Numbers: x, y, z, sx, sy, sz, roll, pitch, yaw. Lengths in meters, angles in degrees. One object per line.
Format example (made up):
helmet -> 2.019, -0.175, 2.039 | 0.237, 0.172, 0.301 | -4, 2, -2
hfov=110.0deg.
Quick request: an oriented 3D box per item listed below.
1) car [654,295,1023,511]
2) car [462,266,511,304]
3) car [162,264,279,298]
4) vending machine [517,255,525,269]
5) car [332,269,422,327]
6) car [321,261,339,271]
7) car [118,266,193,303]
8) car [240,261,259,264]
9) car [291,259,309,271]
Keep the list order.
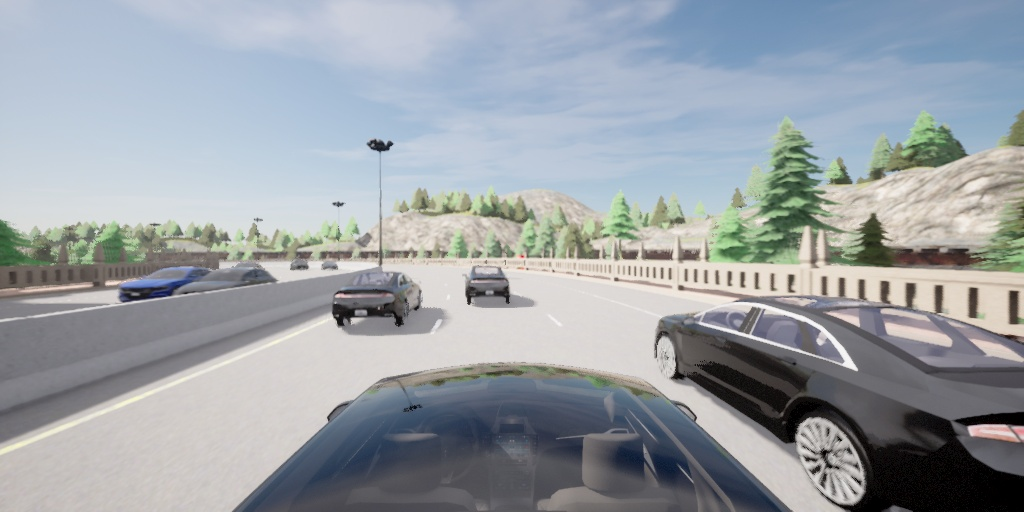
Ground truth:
car -> 3.389, 1.216, 4.279 | 2.128, 1.511, 4.902 | 0, 0, -1
car -> -1.209, 1.205, 16.314 | 2.128, 1.511, 4.902 | 0, 0, -8
car -> -11.858, 1.284, 15.315 | 1.837, 1.490, 4.892 | 0, 0, -9
vending machine -> 1.251, 0.827, 47.984 | 1.100, 2.100, 0.880 | 0, 0, -24
car -> -4.112, 1.234, 11.564 | 2.128, 1.511, 4.902 | 0, 0, -6
car -> -27.322, 1.420, 53.759 | 1.812, 1.442, 4.674 | -1, 0, -34
car -> -15.645, 1.277, 16.886 | 1.882, 1.535, 5.008 | 0, 0, -11
car -> -23.608, 1.328, 32.078 | 1.882, 1.535, 5.008 | 0, 0, -22
car -> -32.661, 1.307, 55.193 | 2.097, 1.767, 4.553 | -1, 0, -37
